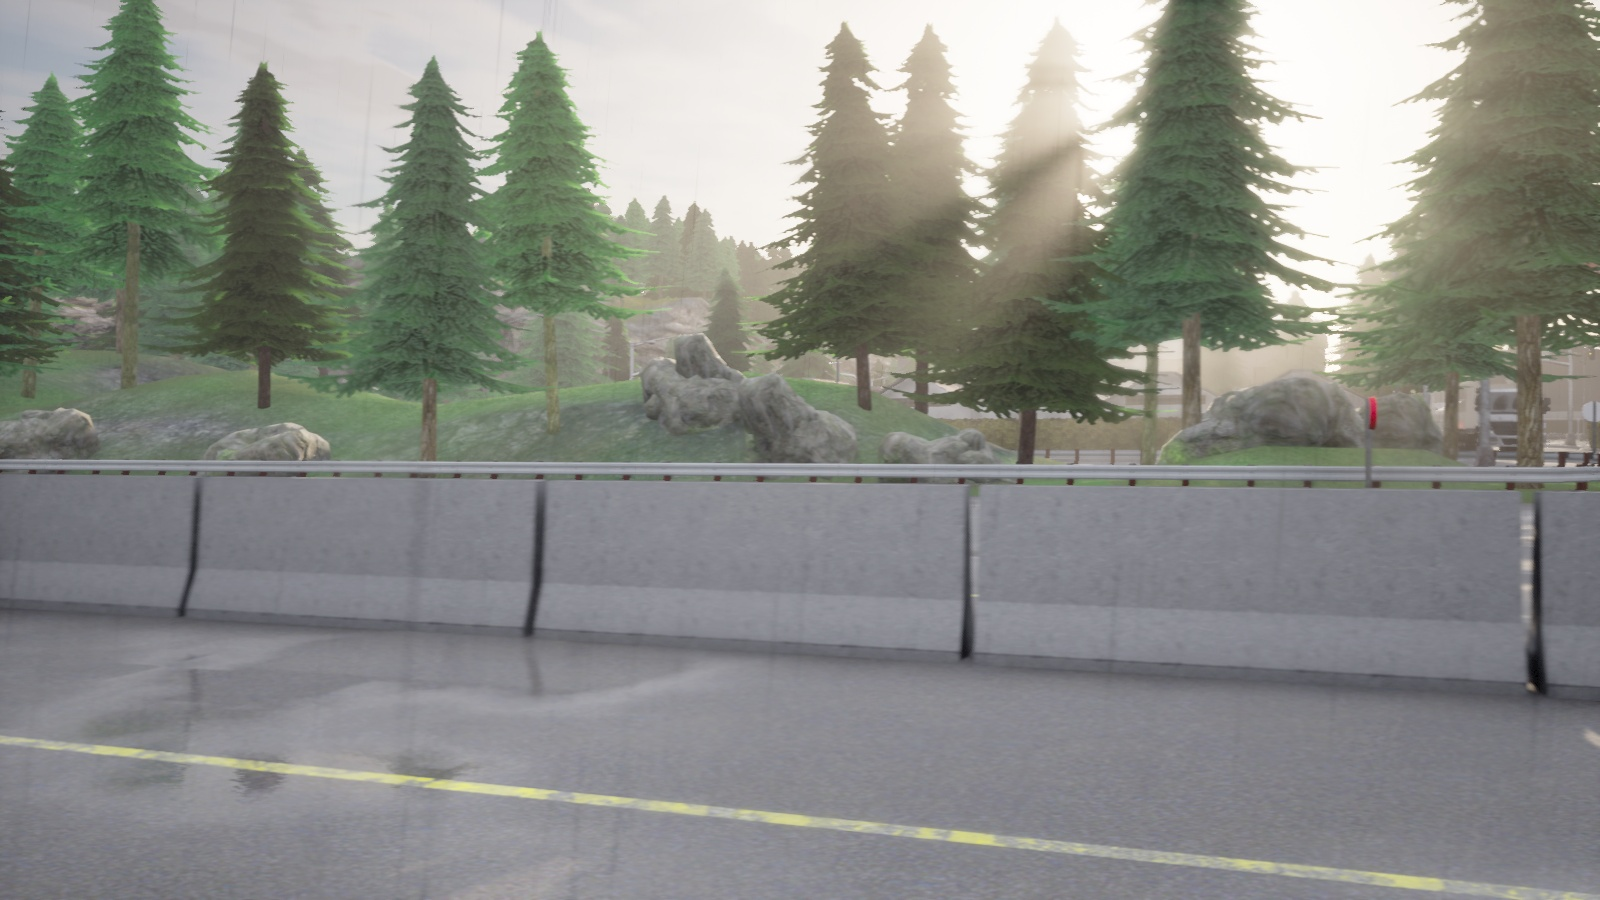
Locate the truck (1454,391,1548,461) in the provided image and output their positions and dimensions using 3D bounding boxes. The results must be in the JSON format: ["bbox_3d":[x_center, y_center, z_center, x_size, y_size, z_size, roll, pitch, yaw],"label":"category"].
[{"bbox_3d":[36.864,-1.257,66.325,2.891,3.462,7.936,1,1,18],"label":"truck"}]
